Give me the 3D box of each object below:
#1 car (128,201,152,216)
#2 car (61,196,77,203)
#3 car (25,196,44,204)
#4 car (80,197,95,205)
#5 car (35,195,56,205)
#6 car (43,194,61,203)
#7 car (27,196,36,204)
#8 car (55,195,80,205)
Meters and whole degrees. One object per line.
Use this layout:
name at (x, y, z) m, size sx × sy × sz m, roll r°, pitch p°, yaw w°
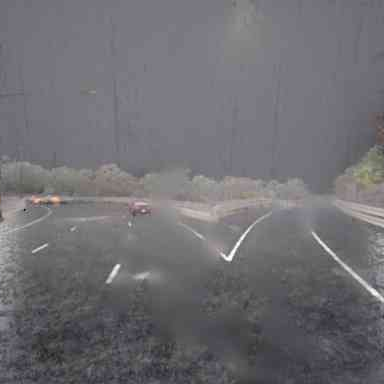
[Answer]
car at (-5.100, 1.569, 32.552) m, size 1.812 × 1.442 × 4.674 m, roll 0°, pitch 0°, yaw -17°
car at (-26.988, 1.565, 72.889) m, size 1.994 × 1.385 × 4.181 m, roll 0°, pitch 0°, yaw -42°
car at (-32.364, 1.574, 68.405) m, size 2.128 × 1.511 × 4.902 m, roll 0°, pitch 0°, yaw -42°
car at (-20.584, 1.677, 64.542) m, size 2.033 × 1.411 × 5.357 m, roll 0°, pitch 0°, yaw -37°
car at (-26.873, 1.778, 61.304) m, size 1.895 × 1.301 × 4.718 m, roll 0°, pitch 0°, yaw -37°
car at (-29.657, 1.386, 70.625) m, size 2.097 × 1.767 × 4.553 m, roll 0°, pitch 0°, yaw -42°
car at (-31.633, 1.567, 67.540) m, size 2.097 × 1.767 × 4.553 m, roll 0°, pitch 0°, yaw -40°
car at (-23.358, 1.658, 62.420) m, size 2.128 × 1.511 × 4.902 m, roll 0°, pitch 0°, yaw -37°
